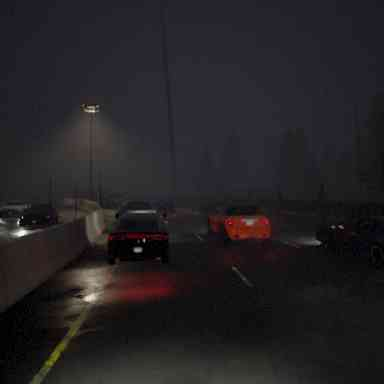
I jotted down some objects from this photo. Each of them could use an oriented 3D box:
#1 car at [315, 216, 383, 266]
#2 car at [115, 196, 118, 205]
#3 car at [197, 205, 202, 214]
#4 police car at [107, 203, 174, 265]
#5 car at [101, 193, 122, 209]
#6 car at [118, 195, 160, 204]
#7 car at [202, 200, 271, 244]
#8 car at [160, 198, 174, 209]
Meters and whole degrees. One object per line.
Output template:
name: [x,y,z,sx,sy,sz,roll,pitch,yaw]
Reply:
car: [6.303,1.526,11.462,2.033,1.411,5.357,0,0,-7]
car: [-5.135,1.418,27.714,1.801,1.575,5.366,0,0,-16]
car: [2.127,1.499,31.442,2.033,1.411,5.357,0,0,-17]
police car: [-1.834,1.409,11.880,1.930,1.638,5.238,0,0,-7]
car: [-10.924,1.161,45.409,2.150,2.045,5.566,0,0,-27]
car: [-3.561,1.321,21.654,2.097,1.767,4.553,0,0,-13]
car: [2.072,1.327,15.962,2.097,1.767,4.553,0,0,-9]
car: [-3.418,1.425,36.685,1.882,1.535,5.008,0,0,-20]
